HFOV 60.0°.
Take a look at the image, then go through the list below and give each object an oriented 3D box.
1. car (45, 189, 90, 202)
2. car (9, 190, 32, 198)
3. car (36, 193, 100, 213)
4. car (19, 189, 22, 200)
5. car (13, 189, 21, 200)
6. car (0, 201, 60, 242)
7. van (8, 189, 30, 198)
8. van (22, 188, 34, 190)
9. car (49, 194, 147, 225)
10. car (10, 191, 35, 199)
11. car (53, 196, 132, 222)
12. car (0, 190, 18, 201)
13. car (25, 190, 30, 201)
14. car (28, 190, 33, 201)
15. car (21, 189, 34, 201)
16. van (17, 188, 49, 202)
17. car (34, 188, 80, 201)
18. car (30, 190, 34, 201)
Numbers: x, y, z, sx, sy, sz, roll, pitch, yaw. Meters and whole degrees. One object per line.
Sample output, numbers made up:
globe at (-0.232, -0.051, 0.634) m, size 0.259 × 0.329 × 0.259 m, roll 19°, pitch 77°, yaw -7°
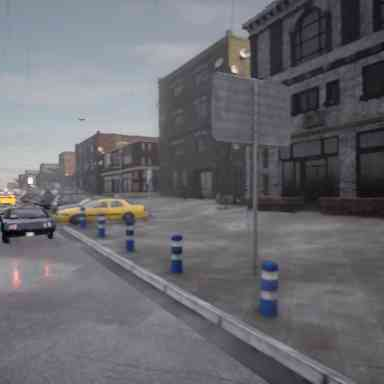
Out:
car at (-8.085, 0.857, 24.643) m, size 4.553 × 1.767 × 2.185 m, roll -1°, pitch 1°, yaw -31°
car at (-39.399, 0.442, 76.589) m, size 4.553 × 1.767 × 2.185 m, roll -1°, pitch 1°, yaw -31°
car at (-10.904, 0.895, 29.381) m, size 5.008 × 1.535 × 2.097 m, roll -1°, pitch 1°, yaw -31°
car at (-20.882, 0.743, 45.891) m, size 4.674 × 1.452 × 2.002 m, roll -1°, pitch 1°, yaw -31°
car at (-22.338, 0.438, 48.234) m, size 5.566 × 2.045 × 2.435 m, roll -1°, pitch 0°, yaw -31°
car at (-7.449, 1.307, 14.882) m, size 1.895 × 1.301 × 4.718 m, roll -1°, pitch 2°, yaw -31°
van at (-40.952, 0.324, 78.872) m, size 4.442 × 1.987 × 1.878 m, roll -1°, pitch 1°, yaw -31°
van at (-19.299, 0.493, 43.484) m, size 4.442 × 1.987 × 1.878 m, roll -1°, pitch 1°, yaw -31°
car at (-5.366, 1.083, 19.848) m, size 5.366 × 1.575 × 1.946 m, roll -1°, pitch 1°, yaw -31°
car at (-36.597, 0.632, 71.838) m, size 4.792 × 1.488 × 2.163 m, roll -1°, pitch 1°, yaw -31°
car at (-6.630, 1.072, 22.307) m, size 4.674 × 1.452 × 2.002 m, roll -1°, pitch 1°, yaw -31°
car at (-20.722, 0.795, 36.822) m, size 1.882 × 1.535 × 5.008 m, roll -1°, pitch 1°, yaw -31°
car at (-15.178, 0.792, 36.458) m, size 4.892 × 1.521 × 2.231 m, roll -1°, pitch 1°, yaw -31°
car at (-13.754, 0.823, 34.099) m, size 4.892 × 1.521 × 2.231 m, roll -1°, pitch 1°, yaw -31°
car at (-18.030, 0.739, 41.175) m, size 5.008 × 1.535 × 2.097 m, roll -1°, pitch 1°, yaw -31°
van at (-25.263, 0.449, 52.906) m, size 4.442 × 1.987 × 1.878 m, roll -1°, pitch 0°, yaw -31°
car at (-9.458, 0.685, 27.030) m, size 5.566 × 2.045 × 2.435 m, roll -1°, pitch 1°, yaw -31°
car at (-12.337, 0.856, 31.734) m, size 5.008 × 1.535 × 2.097 m, roll -1°, pitch 1°, yaw -31°
